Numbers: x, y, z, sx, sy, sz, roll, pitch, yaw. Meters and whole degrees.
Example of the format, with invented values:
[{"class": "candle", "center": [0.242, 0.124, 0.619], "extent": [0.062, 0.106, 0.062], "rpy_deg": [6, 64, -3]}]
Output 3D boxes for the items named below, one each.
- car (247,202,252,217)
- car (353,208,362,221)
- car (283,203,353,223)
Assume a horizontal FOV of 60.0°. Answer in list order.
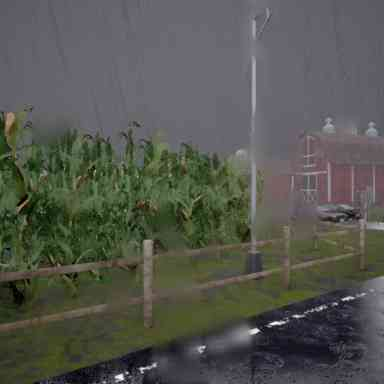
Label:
[{"class": "car", "center": [4.779, 1.640, 36.535], "extent": [2.150, 2.045, 5.566], "rpy_deg": [1, -1, -27]}, {"class": "car", "center": [12.227, 1.754, 29.166], "extent": [1.882, 1.535, 5.008], "rpy_deg": [1, -1, -31]}, {"class": "car", "center": [9.919, 1.790, 27.276], "extent": [2.033, 1.411, 5.357], "rpy_deg": [1, -1, -31]}]
